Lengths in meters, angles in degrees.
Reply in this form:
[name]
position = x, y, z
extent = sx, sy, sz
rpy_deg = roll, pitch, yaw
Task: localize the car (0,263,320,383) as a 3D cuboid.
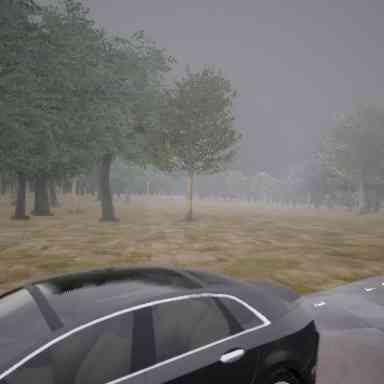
[car]
position = -0.934, 1.505, 2.777
extent = 4.892, 1.490, 1.837
rpy_deg = 0, 0, -35
